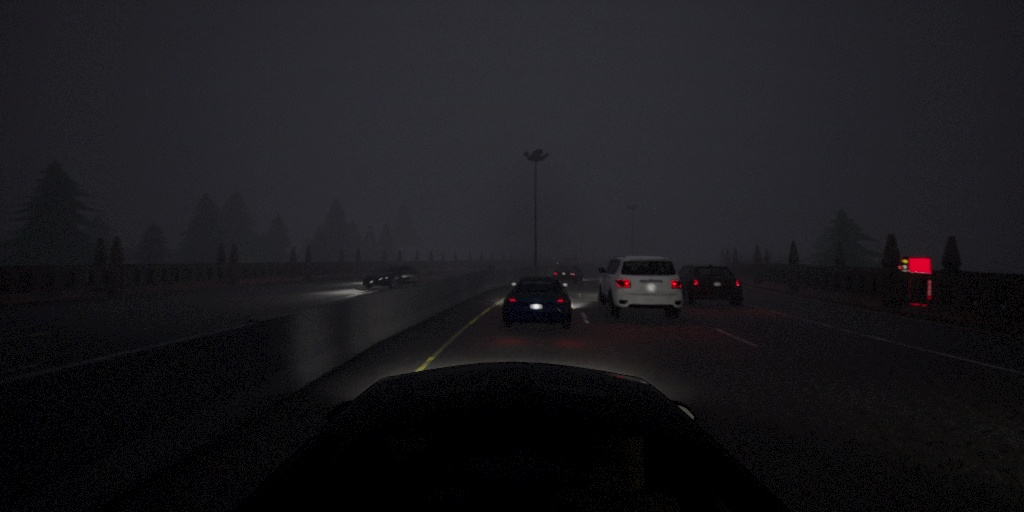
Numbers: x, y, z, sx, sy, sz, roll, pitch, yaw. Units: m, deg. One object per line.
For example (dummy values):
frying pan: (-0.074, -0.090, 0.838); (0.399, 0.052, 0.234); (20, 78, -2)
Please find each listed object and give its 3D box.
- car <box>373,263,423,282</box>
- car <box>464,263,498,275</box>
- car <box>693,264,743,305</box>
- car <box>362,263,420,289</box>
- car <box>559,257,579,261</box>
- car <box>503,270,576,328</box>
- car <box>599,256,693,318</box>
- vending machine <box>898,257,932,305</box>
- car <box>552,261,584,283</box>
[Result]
car: (-9.625, 1.346, 30.686); (1.812, 1.442, 4.674); (0, 0, 17)
car: (-2.461, 1.358, 30.261); (1.812, 1.442, 4.674); (0, 0, 18)
car: (8.711, 1.169, 16.651); (2.097, 1.767, 4.553); (0, 0, 10)
car: (-7.828, 1.300, 23.751); (1.837, 1.490, 4.892); (0, 0, 14)
car: (9.779, 1.216, 61.984); (2.150, 2.045, 5.566); (0, -1, 37)
car: (0.872, 1.344, 11.675); (1.994, 1.385, 4.181); (0, 0, 6)
car: (4.585, 1.019, 13.488); (2.150, 2.045, 5.566); (0, 0, 8)
vending machine: (16.094, 1.028, 14.570); (1.100, 2.100, 0.880); (0, 0, 10)
car: (4.644, 1.388, 29.115); (2.033, 1.411, 5.357); (0, 0, 18)
